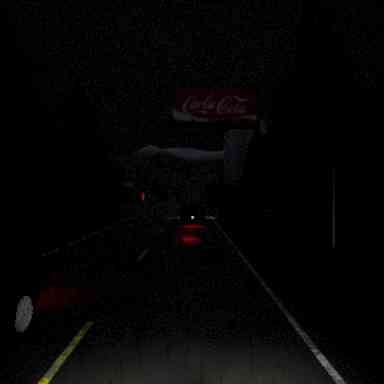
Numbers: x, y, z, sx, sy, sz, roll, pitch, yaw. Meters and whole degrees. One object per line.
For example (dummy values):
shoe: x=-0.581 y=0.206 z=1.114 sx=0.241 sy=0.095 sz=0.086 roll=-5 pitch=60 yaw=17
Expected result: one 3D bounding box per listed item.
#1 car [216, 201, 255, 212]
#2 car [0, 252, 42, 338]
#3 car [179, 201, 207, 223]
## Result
car: x=5.439 y=1.758 z=40.732 sx=4.718 sy=1.301 sz=1.895 roll=0 pitch=0 yaw=-7
car: x=-3.571 y=1.476 z=3.773 sx=1.882 sy=1.535 sz=5.008 roll=0 pitch=0 yaw=0
car: x=0.060 y=1.495 z=25.465 sx=1.837 sy=1.490 sz=4.892 roll=0 pitch=0 yaw=0
